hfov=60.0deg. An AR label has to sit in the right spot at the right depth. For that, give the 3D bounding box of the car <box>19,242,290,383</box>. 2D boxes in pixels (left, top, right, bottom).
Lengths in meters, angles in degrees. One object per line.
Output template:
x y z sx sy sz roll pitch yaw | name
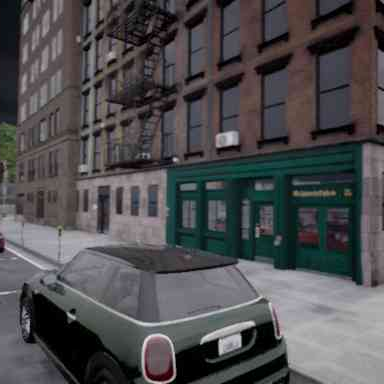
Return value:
-0.966 1.528 4.870 2.097 1.767 4.553 2 -3 -39 | car

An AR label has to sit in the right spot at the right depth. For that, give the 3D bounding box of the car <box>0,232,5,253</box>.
-9.579 2.007 14.940 1.802 1.307 4.206 2 -3 -39 | car
